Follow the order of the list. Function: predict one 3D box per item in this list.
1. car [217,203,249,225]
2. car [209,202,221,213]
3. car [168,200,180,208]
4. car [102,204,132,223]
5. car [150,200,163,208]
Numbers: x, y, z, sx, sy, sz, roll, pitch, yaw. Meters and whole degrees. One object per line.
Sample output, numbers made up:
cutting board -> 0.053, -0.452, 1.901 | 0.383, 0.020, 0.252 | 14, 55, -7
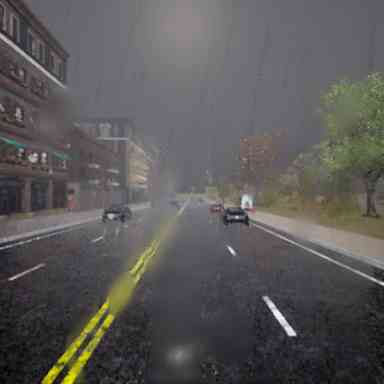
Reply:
car -> 3.347, 1.872, 26.800 | 1.994, 1.385, 4.181 | 0, -1, 0
car -> 3.339, 2.078, 44.716 | 1.994, 1.385, 4.181 | 0, -1, 0
car -> -3.286, 2.189, 61.579 | 1.882, 1.535, 5.008 | 0, -1, 1
car -> -6.518, 1.828, 29.281 | 2.128, 1.511, 4.902 | 0, -1, 0
car -> -6.532, 2.202, 61.562 | 2.128, 1.511, 4.902 | 0, -1, 1
